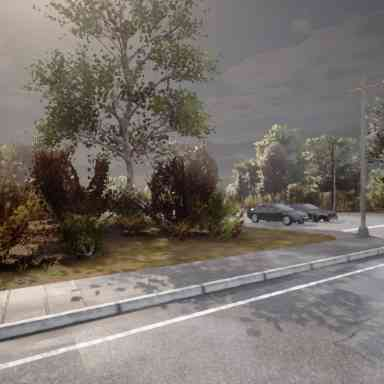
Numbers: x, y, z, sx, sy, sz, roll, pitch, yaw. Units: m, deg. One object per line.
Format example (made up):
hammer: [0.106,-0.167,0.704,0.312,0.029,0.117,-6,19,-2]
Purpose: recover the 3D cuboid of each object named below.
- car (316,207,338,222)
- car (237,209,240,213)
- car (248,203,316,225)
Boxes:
car: [9.000,1.639,27.173,2.033,1.411,5.357,0,-1,-39]
car: [2.369,1.467,34.912,2.150,2.045,5.566,0,-1,-43]
car: [6.343,1.595,24.846,1.837,1.490,4.892,0,-1,-39]
